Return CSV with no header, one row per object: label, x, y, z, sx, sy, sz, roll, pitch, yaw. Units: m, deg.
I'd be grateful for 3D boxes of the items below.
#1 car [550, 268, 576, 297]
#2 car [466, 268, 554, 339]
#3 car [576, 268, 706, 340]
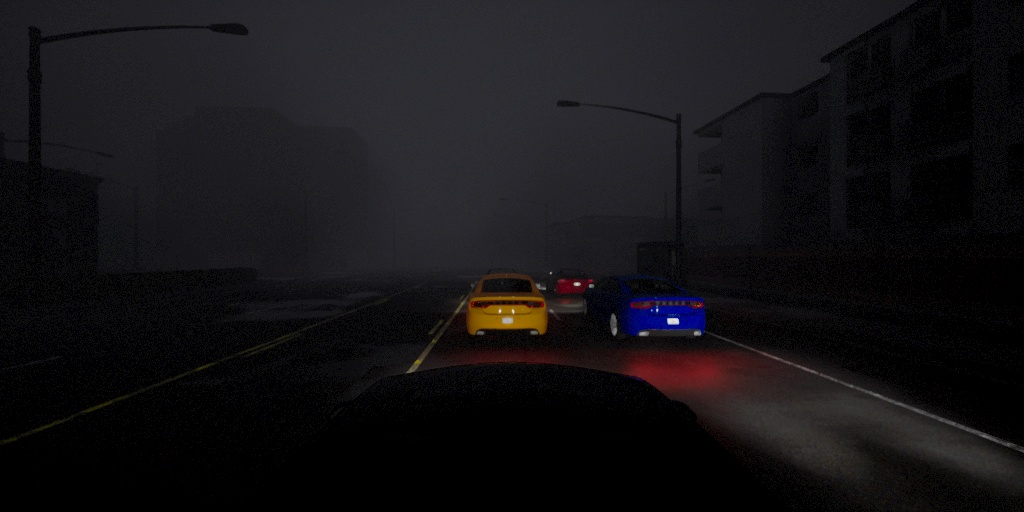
car,2.977,1.302,18.916,1.994,1.385,4.181,0,0,-3
car,-0.167,1.222,10.107,1.882,1.535,5.008,0,0,-2
car,3.327,1.222,10.031,1.882,1.535,5.008,0,0,-2
